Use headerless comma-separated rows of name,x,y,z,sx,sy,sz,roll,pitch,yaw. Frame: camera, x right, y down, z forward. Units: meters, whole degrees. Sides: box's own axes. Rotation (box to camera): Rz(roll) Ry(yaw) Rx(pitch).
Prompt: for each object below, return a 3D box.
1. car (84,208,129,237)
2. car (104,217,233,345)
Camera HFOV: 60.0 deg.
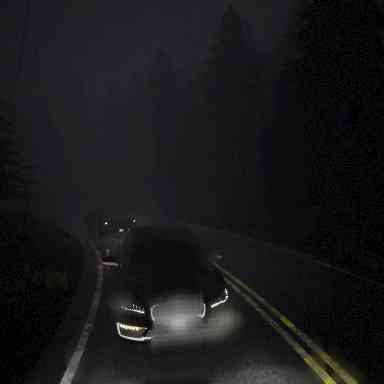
car,-4.619,1.610,18.520,1.895,1.301,4.718,-3,1,-29
car,-0.641,1.494,6.784,1.837,1.490,4.892,-1,0,-11
